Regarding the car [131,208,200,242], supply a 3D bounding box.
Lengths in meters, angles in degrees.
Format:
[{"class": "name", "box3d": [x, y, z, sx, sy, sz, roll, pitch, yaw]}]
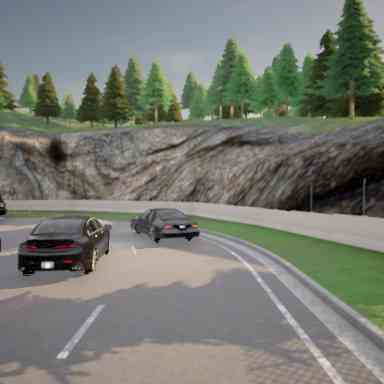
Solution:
[{"class": "car", "box3d": [-1.486, 1.509, 16.234, 2.033, 1.411, 5.357, 0, 0, -25]}]

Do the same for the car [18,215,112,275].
[{"class": "car", "box3d": [-3.735, 1.482, 10.434, 1.837, 1.490, 4.892, 0, 1, -6]}]

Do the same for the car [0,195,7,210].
[{"class": "car", "box3d": [-17.374, 1.161, 25.659, 5.566, 2.045, 2.150, 0, -1, -2]}]

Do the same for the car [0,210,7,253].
[{"class": "car", "box3d": [-7.131, 1.471, 9.087, 2.128, 1.511, 4.902, 0, 0, -3]}]
